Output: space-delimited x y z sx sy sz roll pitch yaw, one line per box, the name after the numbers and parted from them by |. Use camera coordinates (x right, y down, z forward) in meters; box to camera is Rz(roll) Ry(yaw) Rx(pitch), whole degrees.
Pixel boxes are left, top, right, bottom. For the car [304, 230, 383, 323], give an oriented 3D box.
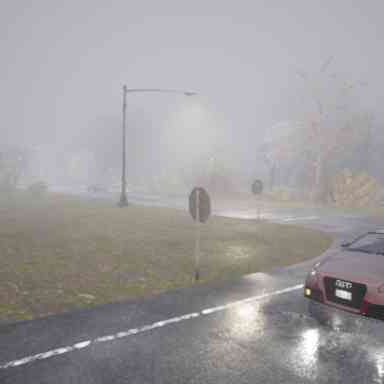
4.223 1.525 6.876 4.181 1.385 1.994 -2 1 -35 | car

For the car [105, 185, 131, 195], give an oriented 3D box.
-11.387 -0.194 52.085 1.895 1.301 4.718 0 2 -36 | car

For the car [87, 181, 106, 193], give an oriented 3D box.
-17.214 -0.895 60.201 2.150 2.045 5.566 0 2 -36 | car
